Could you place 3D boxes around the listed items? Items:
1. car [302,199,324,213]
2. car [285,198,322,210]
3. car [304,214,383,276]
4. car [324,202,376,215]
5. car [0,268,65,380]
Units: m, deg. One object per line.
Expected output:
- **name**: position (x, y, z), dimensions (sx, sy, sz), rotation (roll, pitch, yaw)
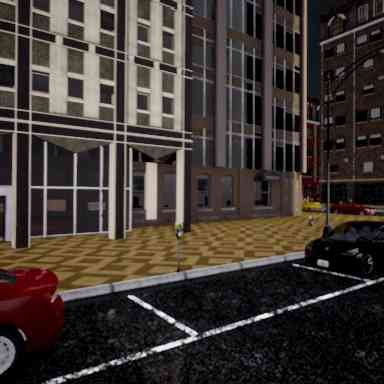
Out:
- **car**: position (12.196, 1.553, 36.565), dimensions (1.752, 1.417, 4.829), rotation (1, 0, -36)
- **car**: position (15.483, 1.608, 46.335), dimensions (1.752, 1.417, 4.829), rotation (1, 0, -36)
- **car**: position (5.379, 1.596, 10.424), dimensions (4.313, 1.339, 1.947), rotation (0, 0, -36)
- **car**: position (15.407, 1.620, 32.108), dimensions (1.802, 1.307, 4.206), rotation (1, 0, -36)
- **car**: position (-3.867, 1.542, 3.794), dimensions (4.507, 1.381, 1.887), rotation (0, 0, -36)
